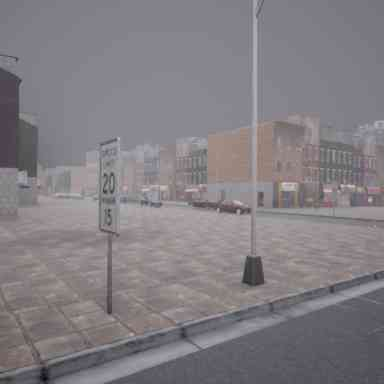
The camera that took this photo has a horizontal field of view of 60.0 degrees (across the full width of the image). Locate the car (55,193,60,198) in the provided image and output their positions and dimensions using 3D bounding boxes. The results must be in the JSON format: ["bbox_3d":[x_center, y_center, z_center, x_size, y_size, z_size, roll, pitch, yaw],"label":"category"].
[{"bbox_3d":[-31.002,0.892,80.243,1.887,1.381,4.507,1,0,-35],"label":"car"}]

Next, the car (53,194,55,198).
[{"bbox_3d":[-34.080,0.843,84.586,1.752,1.417,4.829,1,0,-35],"label":"car"}]

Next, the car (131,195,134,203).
[{"bbox_3d":[-9.971,1.142,55.268,2.033,1.411,5.357,1,0,-35],"label":"car"}]

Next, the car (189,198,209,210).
[{"bbox_3d":[1.603,1.371,38.959,1.895,1.301,4.718,1,0,-35],"label":"car"}]

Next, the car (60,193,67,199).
[{"bbox_3d":[-27.824,0.924,75.761,1.887,1.381,4.507,1,0,-35],"label":"car"}]

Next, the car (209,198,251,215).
[{"bbox_3d":[3.947,1.367,30.943,1.887,1.381,4.507,1,0,-35],"label":"car"}]

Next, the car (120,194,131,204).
[{"bbox_3d":[-12.089,1.047,52.903,1.882,1.535,5.008,1,0,-35],"label":"car"}]

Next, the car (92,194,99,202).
[{"bbox_3d":[-16.142,1.019,58.611,1.837,1.490,4.892,1,0,-35],"label":"car"}]

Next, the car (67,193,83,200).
[{"bbox_3d":[-24.647,0.965,71.279,2.008,1.369,4.403,1,0,-35],"label":"car"}]

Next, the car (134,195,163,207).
[{"bbox_3d":[-5.584,1.230,44.388,1.947,1.339,4.313,1,0,-35],"label":"car"}]
